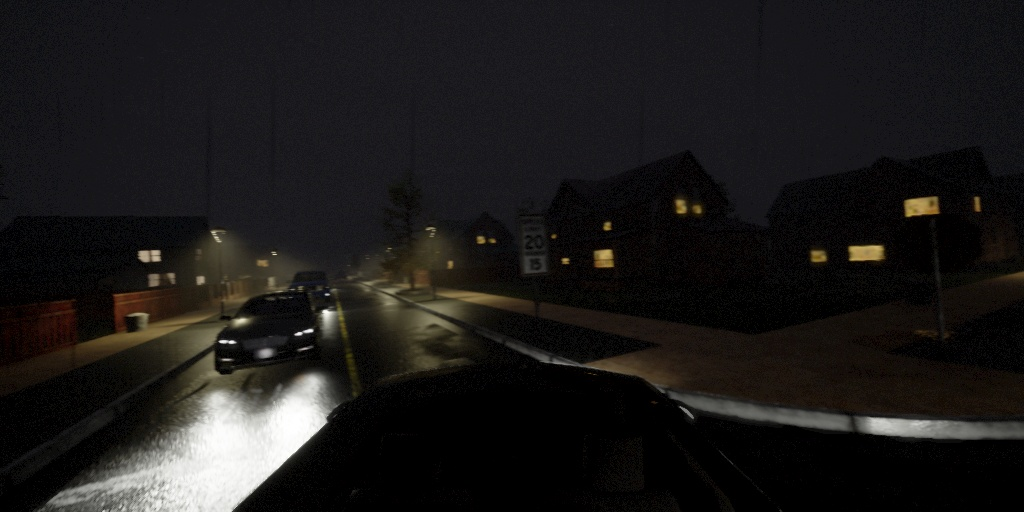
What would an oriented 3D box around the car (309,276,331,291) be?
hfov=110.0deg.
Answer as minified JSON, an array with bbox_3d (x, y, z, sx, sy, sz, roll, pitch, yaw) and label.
[{"bbox_3d":[-21.117,2.994,39.624,1.994,1.385,4.181,-3,-1,-27],"label":"car"}]

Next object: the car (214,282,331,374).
[{"bbox_3d":[-5.779,1.655,8.972,2.128,1.511,4.902,-3,0,-27],"label":"car"}]

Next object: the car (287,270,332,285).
[{"bbox_3d":[-12.719,1.952,22.722,2.150,2.045,5.566,-3,-1,-27],"label":"car"}]
